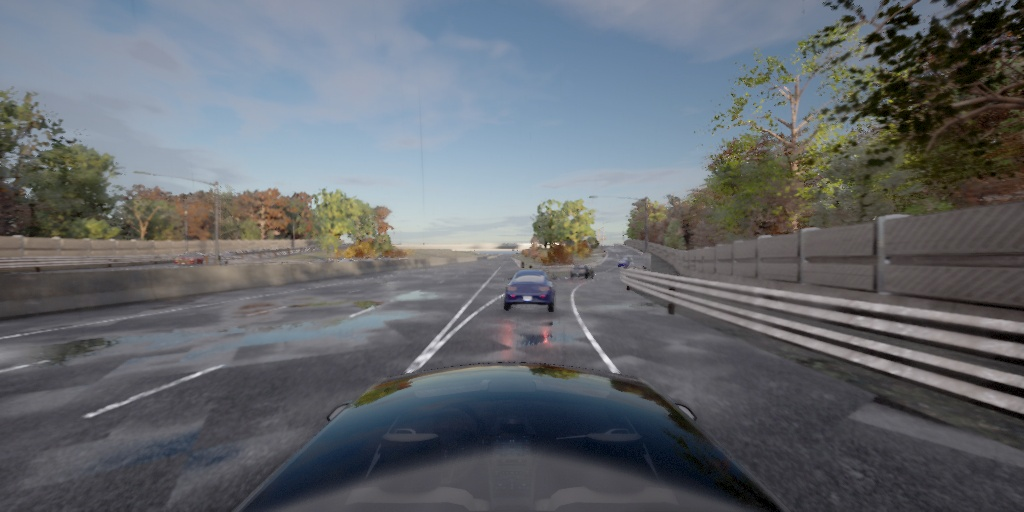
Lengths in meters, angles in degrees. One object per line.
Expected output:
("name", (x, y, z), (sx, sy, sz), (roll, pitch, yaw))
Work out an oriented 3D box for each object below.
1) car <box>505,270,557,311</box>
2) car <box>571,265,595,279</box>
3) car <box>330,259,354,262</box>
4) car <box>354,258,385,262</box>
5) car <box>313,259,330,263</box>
("car", (0.829, 1.282, 14.564), (1.812, 1.442, 4.674), (0, 0, 7))
("car", (7.808, 1.745, 39.460), (2.128, 1.511, 4.902), (0, -1, 24))
("car", (-24.817, 1.248, 53.701), (1.812, 1.442, 4.674), (0, 0, 0))
("car", (-21.321, 1.206, 53.829), (1.882, 1.535, 5.008), (0, 0, 0))
("car", (-28.317, 1.209, 53.660), (2.128, 1.511, 4.902), (0, 0, 0))
